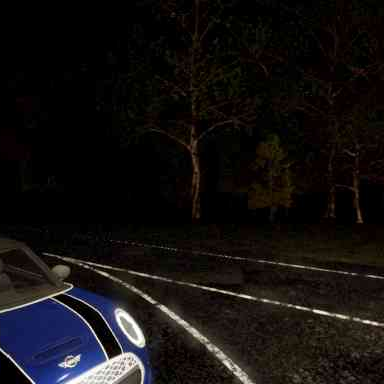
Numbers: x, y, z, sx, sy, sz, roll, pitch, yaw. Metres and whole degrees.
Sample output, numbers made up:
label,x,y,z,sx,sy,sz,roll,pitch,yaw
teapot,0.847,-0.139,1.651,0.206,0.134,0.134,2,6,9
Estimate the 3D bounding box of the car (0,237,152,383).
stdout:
label,x,y,z,sx,sy,sz,roll,pitch,yaw
car,-2.607,1.338,3.742,4.553,1.767,2.097,1,0,35
